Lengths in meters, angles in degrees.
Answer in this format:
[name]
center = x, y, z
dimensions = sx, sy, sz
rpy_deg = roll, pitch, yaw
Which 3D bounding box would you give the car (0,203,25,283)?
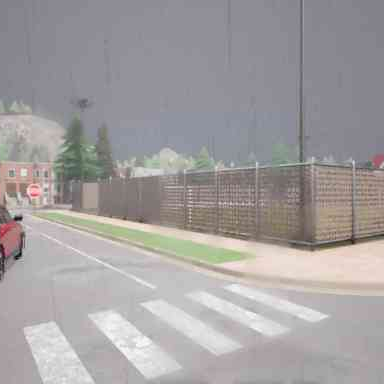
[car]
center = -6.220, 1.275, 9.326
dimensions = 2.150, 2.045, 5.566
rpy_deg = -1, 0, -19
